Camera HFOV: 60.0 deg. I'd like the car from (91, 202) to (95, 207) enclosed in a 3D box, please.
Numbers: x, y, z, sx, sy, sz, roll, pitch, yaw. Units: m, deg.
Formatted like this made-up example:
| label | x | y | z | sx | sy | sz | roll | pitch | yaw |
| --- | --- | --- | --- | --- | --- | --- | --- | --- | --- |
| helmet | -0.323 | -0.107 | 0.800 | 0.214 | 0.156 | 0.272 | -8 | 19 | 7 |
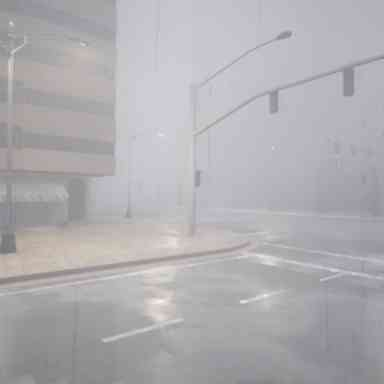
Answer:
| label | x | y | z | sx | sy | sz | roll | pitch | yaw |
| --- | --- | --- | --- | --- | --- | --- | --- | --- | --- |
| car | -17.755 | 1.833 | 55.210 | 1.895 | 1.301 | 4.718 | 1 | 0 | -38 |
